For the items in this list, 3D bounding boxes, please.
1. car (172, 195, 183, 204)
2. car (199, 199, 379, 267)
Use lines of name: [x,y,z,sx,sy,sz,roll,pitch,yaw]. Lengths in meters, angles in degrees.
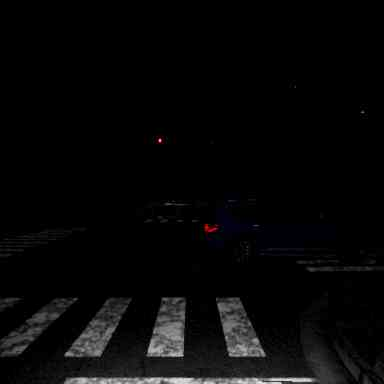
car: [-2.931,1.484,69.321,2.097,1.767,4.553,0,0,0]
car: [3.020,1.239,10.985,5.566,2.045,2.150,-1,0,0]
